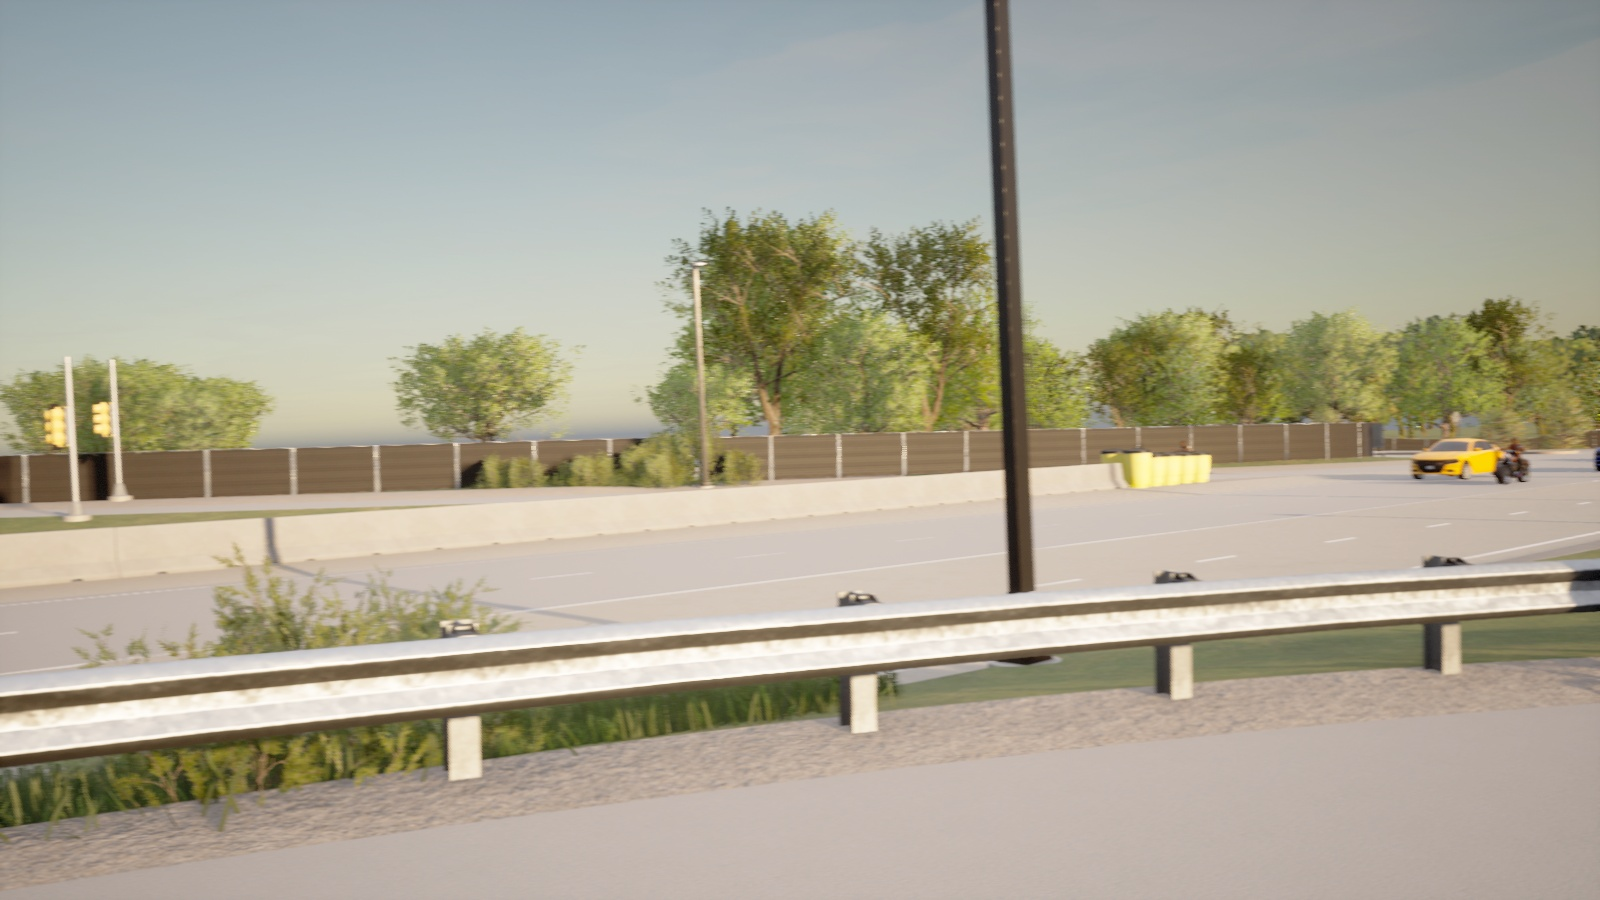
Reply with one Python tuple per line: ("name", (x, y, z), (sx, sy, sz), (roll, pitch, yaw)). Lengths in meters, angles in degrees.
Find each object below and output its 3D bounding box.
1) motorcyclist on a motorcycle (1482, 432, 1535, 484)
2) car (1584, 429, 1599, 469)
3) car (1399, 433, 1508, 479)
("motorcyclist on a motorcycle", (23.910, 0.259, 42.368), (2.350, 1.649, 0.766), (-3, 1, -40))
("car", (33.501, -0.098, 50.512), (5.008, 1.535, 1.882), (-2, 1, -40))
("car", (24.936, 0.209, 47.831), (5.008, 1.535, 1.882), (-2, 1, -40))
